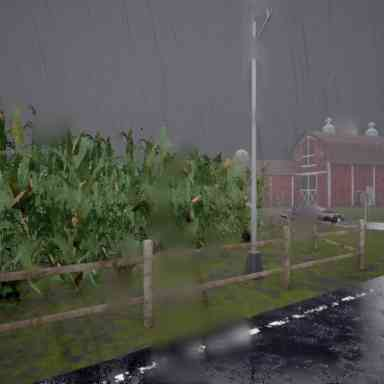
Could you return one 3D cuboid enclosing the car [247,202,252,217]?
[{"bbox_3d":[4.779,1.640,36.532,2.150,2.045,5.566,1,-1,-27],"label":"car"}]

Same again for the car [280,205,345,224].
[{"bbox_3d":[9.778,1.794,27.507,2.033,1.411,5.357,1,-1,-31],"label":"car"}]
